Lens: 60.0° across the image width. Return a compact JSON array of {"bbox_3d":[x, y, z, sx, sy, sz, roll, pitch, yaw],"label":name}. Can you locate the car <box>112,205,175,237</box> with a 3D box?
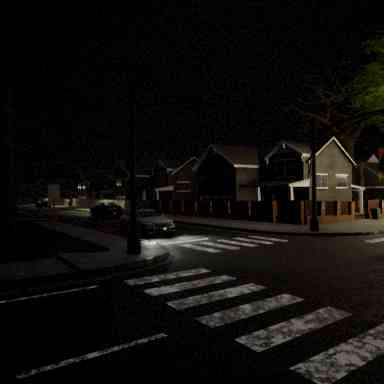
[{"bbox_3d":[-2.805,1.718,19.735,1.812,1.442,4.674,-1,0,-35],"label":"car"}]

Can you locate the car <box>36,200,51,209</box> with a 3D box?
[{"bbox_3d":[-26.072,2.156,58.373,2.128,1.511,4.902,-1,0,-35],"label":"car"}]

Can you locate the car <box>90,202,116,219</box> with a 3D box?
[{"bbox_3d":[-8.687,1.794,33.308,2.128,1.511,4.902,-1,0,-35],"label":"car"}]
